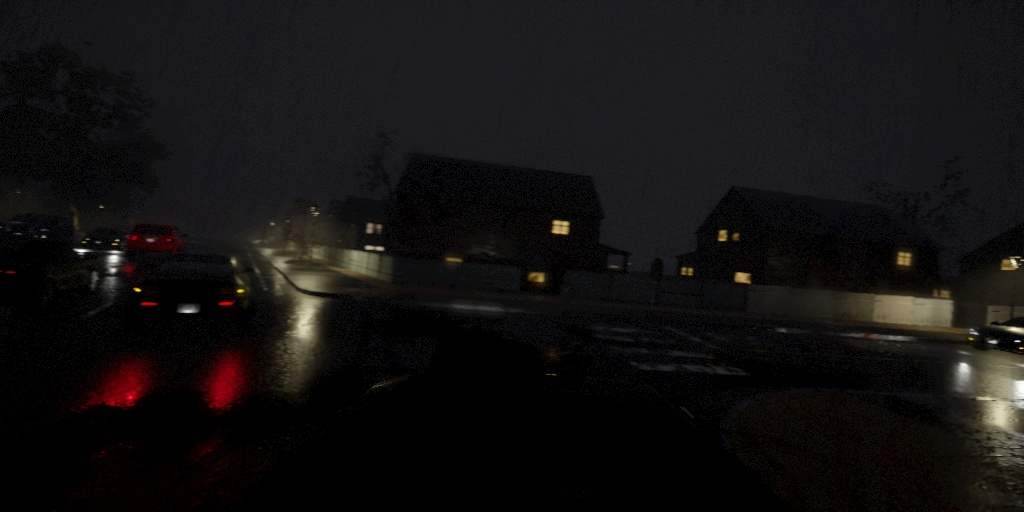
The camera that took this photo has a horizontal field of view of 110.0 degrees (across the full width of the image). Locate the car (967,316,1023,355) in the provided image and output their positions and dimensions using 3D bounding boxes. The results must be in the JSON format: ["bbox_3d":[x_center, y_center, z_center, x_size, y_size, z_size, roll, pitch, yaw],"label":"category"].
[{"bbox_3d":[19.104,2.939,12.701,4.892,1.490,1.837,5,1,-6],"label":"car"}]

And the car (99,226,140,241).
[{"bbox_3d":[-43.505,-2.509,39.880,2.033,1.411,5.357,5,0,-37],"label":"car"}]

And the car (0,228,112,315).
[{"bbox_3d":[-10.860,0.283,7.770,1.837,1.490,4.892,5,0,-37],"label":"car"}]

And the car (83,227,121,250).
[{"bbox_3d":[-28.660,-1.271,25.549,1.837,1.490,4.892,5,0,-37],"label":"car"}]

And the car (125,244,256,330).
[{"bbox_3d":[-7.135,0.648,8.240,1.812,1.442,4.674,5,0,-37],"label":"car"}]

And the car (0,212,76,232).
[{"bbox_3d":[-31.412,-1.818,23.848,2.150,2.045,5.566,5,0,-37],"label":"car"}]

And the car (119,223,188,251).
[{"bbox_3d":[-21.675,-0.928,22.050,2.150,2.045,5.566,5,0,-37],"label":"car"}]
